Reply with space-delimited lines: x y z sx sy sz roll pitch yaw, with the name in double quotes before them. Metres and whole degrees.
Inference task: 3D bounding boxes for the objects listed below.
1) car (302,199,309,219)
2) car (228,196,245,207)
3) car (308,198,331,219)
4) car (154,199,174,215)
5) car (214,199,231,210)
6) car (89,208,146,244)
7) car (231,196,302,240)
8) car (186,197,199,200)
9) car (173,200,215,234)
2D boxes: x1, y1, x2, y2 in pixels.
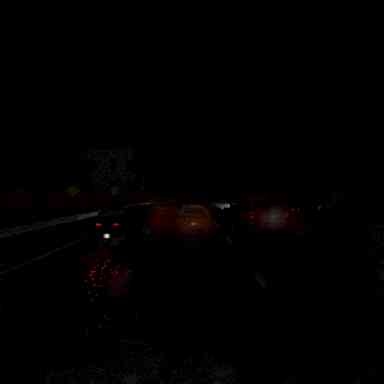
"car" 7.098 1.500 26.058 2.128 1.511 4.902 0 0 0
"car" 7.095 1.509 53.763 2.128 1.511 4.902 0 0 0
"car" 10.597 1.361 29.732 2.097 1.767 4.553 0 0 0
"car" -2.740 1.517 34.456 1.837 1.490 4.892 0 0 3
"car" 3.597 1.615 41.858 1.895 1.301 4.718 0 0 0
"car" -3.384 1.510 15.689 1.837 1.490 4.892 0 0 0
"car" 3.598 1.227 17.300 2.150 2.045 5.566 0 0 0
"car" 0.095 1.523 54.188 1.837 1.490 4.892 0 0 0
"car" 0.098 1.484 19.289 1.882 1.535 5.008 0 0 0
